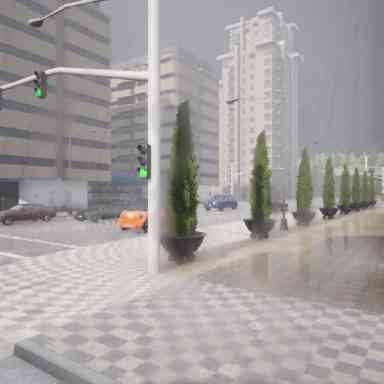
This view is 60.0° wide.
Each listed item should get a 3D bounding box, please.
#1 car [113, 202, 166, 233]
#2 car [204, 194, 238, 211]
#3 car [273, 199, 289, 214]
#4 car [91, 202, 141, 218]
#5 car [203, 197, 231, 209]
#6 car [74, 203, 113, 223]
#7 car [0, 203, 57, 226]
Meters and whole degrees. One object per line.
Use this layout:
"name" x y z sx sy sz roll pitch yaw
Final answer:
"car" -2.259 1.407 20.423 2.097 1.767 4.553 0 0 35
"car" 3.740 1.277 41.800 2.150 2.045 5.566 0 0 35
"car" 9.308 1.533 37.244 1.882 1.535 5.008 0 0 34
"car" -7.226 1.656 32.078 1.895 1.301 4.718 0 0 35
"car" 3.649 1.560 47.808 1.837 1.490 4.892 0 0 35
"car" -7.101 1.619 26.090 1.994 1.385 4.181 0 0 35
"car" -12.370 1.581 24.573 1.812 1.442 4.674 0 0 34
